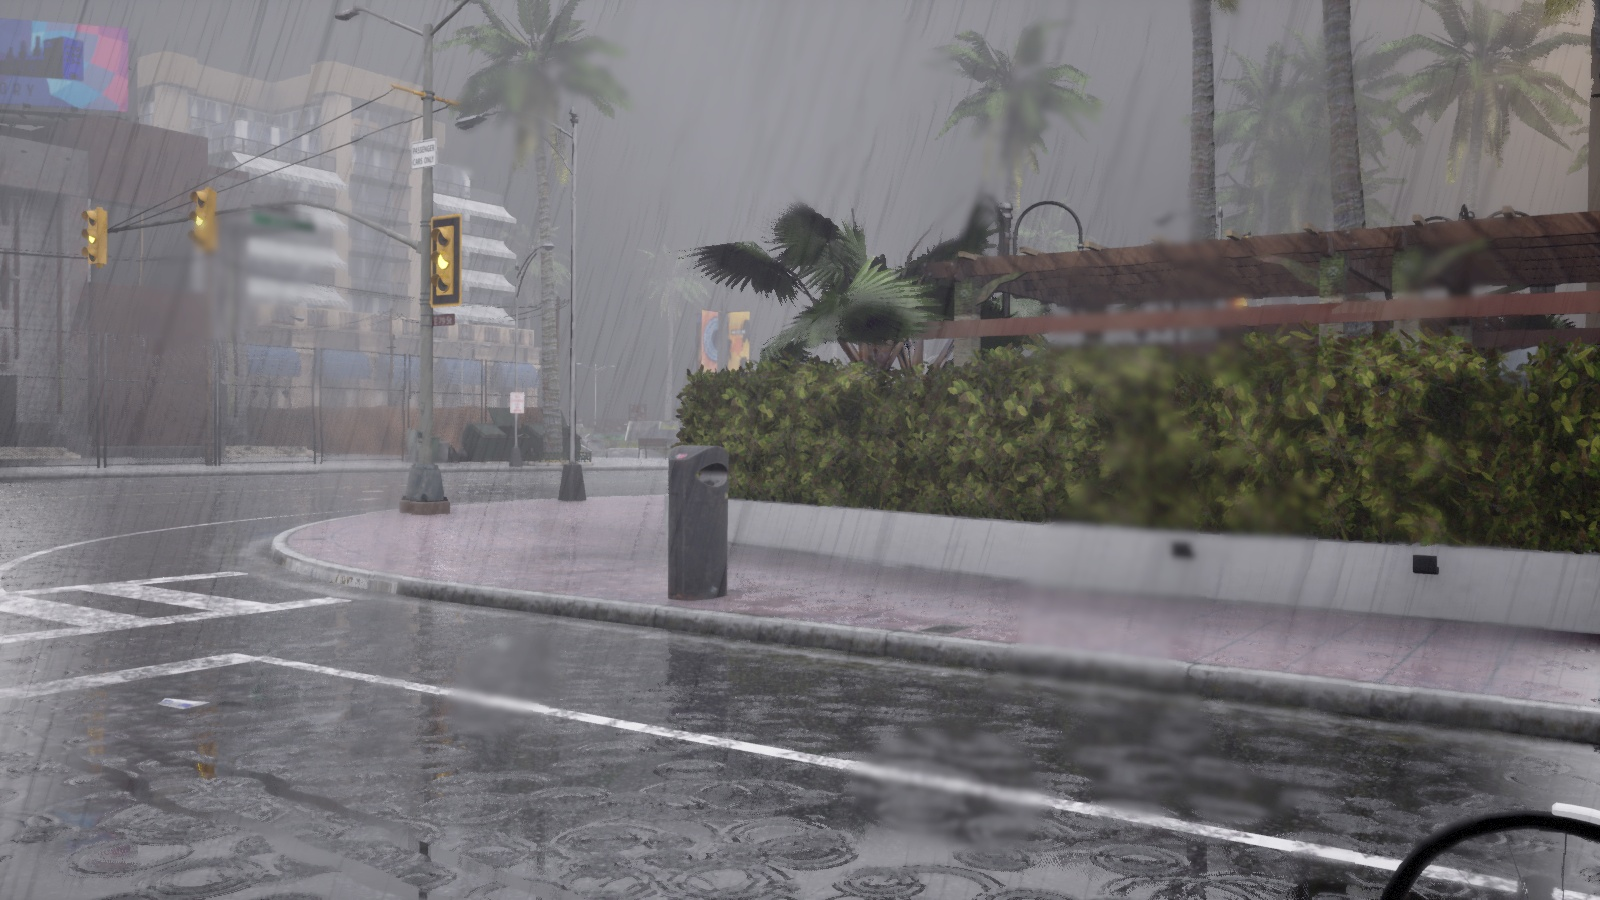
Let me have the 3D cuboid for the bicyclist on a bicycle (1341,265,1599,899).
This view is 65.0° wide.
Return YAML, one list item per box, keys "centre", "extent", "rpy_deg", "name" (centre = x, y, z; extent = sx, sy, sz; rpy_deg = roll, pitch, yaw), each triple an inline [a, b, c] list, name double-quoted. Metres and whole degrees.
- centre: [2.029, 0.553, 2.267]
  extent: [1.843, 1.776, 0.659]
  rpy_deg: [0, 1, 34]
  name: "bicyclist on a bicycle"
